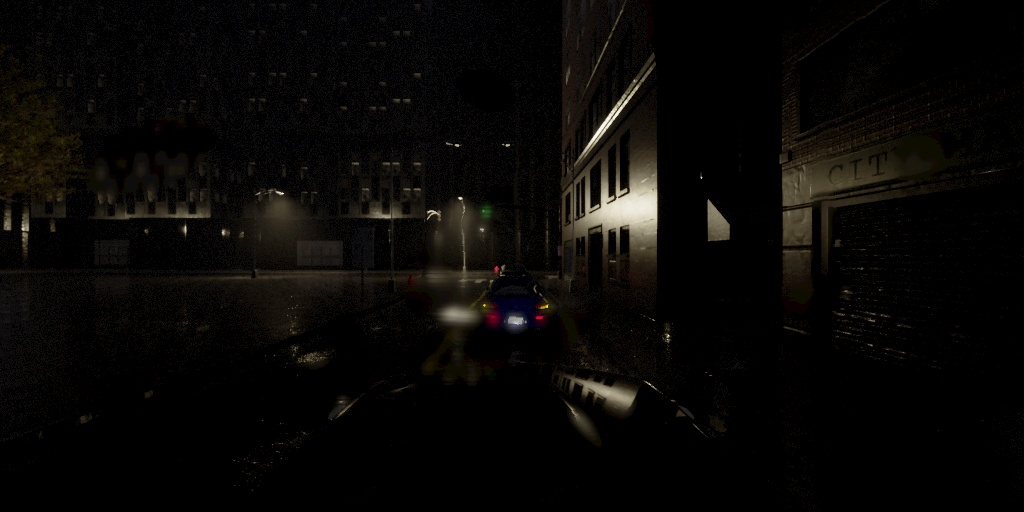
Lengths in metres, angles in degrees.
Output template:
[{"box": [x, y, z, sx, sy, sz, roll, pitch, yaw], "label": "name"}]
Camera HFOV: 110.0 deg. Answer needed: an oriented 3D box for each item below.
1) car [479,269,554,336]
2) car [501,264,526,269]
[{"box": [0.104, 1.277, 10.300, 1.812, 1.442, 4.674, 0, 0, 0], "label": "car"}, {"box": [0.073, 1.246, 21.545, 2.128, 1.511, 4.902, 0, 0, 0], "label": "car"}]
